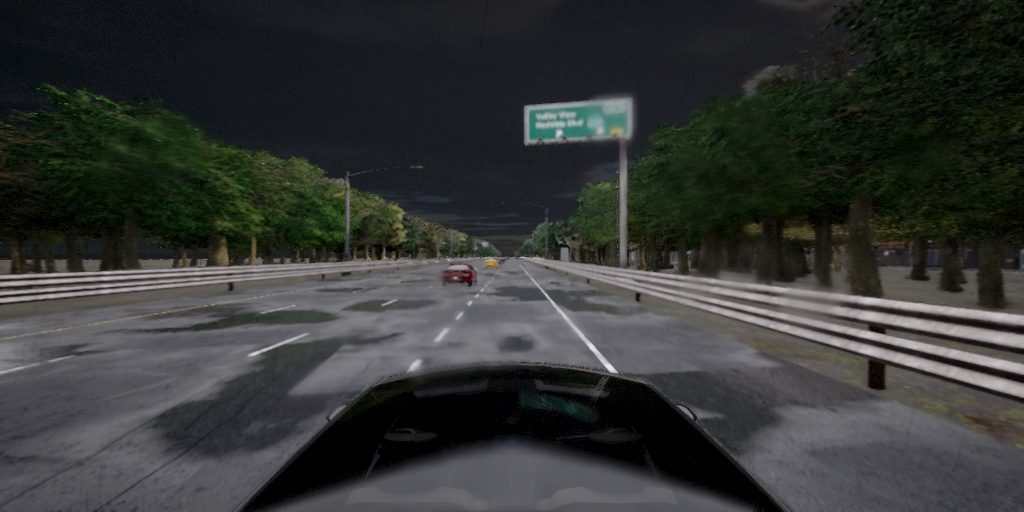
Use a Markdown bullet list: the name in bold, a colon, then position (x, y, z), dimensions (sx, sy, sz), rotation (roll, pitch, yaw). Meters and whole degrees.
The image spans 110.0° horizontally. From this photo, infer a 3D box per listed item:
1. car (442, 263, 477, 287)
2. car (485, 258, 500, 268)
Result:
- **car**: position (-3.495, 1.231, 24.699), dimensions (1.882, 1.535, 5.008), rotation (0, 0, 0)
- **car**: position (-3.478, 1.240, 60.794), dimensions (1.882, 1.535, 5.008), rotation (0, 0, 0)
